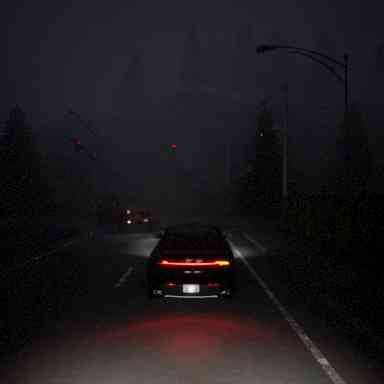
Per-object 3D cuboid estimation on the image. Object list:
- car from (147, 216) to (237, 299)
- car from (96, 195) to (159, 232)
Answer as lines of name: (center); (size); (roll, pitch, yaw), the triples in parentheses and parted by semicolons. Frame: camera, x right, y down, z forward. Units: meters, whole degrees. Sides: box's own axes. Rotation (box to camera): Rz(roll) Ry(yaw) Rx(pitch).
car: (0.026, 1.505, 8.458); (1.837, 1.490, 4.892); (0, 0, 1)
car: (-4.129, 1.222, 20.714); (2.150, 2.045, 5.566); (2, -1, -36)
